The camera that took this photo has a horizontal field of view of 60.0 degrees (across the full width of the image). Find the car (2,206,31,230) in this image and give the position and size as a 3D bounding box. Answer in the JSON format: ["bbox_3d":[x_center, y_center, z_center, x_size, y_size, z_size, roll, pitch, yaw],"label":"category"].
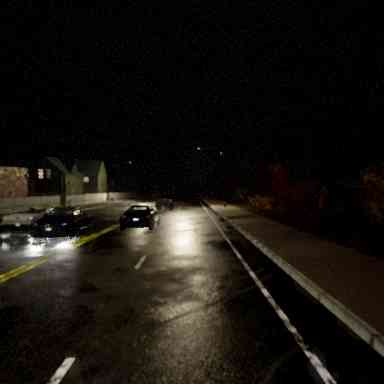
[{"bbox_3d":[-9.808,1.537,20.931,1.895,1.301,4.718,0,0,0],"label":"car"}]

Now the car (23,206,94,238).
[{"bbox_3d":[-6.574,1.512,17.228,1.994,1.385,4.181,0,0,0],"label":"car"}]

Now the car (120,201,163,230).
[{"bbox_3d":[-3.140,1.501,20.550,1.994,1.385,4.181,0,0,0],"label":"car"}]

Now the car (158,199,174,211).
[{"bbox_3d":[-3.133,1.469,38.889,1.895,1.301,4.718,0,0,0],"label":"car"}]
